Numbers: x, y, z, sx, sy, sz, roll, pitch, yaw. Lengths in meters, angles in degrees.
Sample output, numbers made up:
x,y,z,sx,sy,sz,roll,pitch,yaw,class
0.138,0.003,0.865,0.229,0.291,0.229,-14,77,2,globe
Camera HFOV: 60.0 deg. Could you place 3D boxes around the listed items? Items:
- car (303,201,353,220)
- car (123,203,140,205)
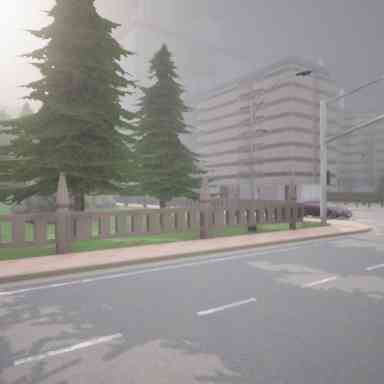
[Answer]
x,y,z,sx,sy,sz,roll,pitch,yaw,class
10.935,1.485,27.657,1.812,1.442,4.674,0,0,-31,car
-10.741,1.567,58.705,1.895,1.301,4.718,0,0,-35,car
